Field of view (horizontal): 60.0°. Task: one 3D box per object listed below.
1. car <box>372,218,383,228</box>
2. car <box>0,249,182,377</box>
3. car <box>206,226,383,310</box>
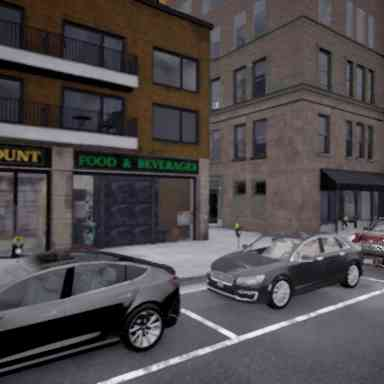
[{"bbox_3d":[6.850,1.546,11.027,4.097,1.590,1.967,1,0,-35],"label":"car"},{"bbox_3d":[-2.160,1.573,4.650,4.313,1.339,1.947,1,0,-35],"label":"car"},{"bbox_3d":[2.344,1.606,7.838,4.403,1.369,2.008,1,0,-35],"label":"car"}]
